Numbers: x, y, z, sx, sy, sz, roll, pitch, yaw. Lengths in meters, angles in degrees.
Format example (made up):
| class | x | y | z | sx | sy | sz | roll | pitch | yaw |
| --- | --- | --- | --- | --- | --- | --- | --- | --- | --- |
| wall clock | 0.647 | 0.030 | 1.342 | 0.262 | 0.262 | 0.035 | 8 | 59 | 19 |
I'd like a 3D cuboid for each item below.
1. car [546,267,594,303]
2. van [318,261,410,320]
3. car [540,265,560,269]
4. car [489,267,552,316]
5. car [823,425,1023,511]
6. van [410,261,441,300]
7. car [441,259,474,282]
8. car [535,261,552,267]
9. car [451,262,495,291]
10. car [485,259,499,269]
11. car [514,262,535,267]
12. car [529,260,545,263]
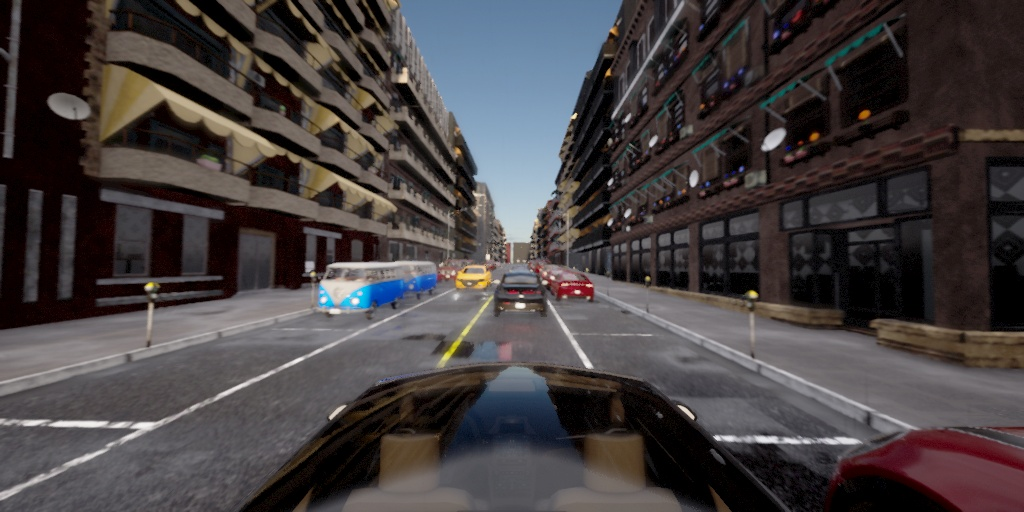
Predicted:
| class | x | y | z | sx | sy | sz | roll | pitch | yaw |
| --- | --- | --- | --- | --- | --- | --- | --- | --- | --- |
| car | 2.885 | 1.446 | 17.847 | 1.888 | 1.381 | 4.507 | 0 | 0 | 1 |
| van | -5.124 | 1.110 | 12.565 | 1.690 | 1.789 | 3.998 | 0 | 0 | 1 |
| car | 3.015 | 1.491 | 23.375 | 1.888 | 1.381 | 4.507 | 0 | 0 | 1 |
| car | 0.329 | 1.346 | 13.833 | 1.837 | 1.490 | 4.892 | 1 | 0 | 1 |
| car | 2.900 | 1.125 | 0.249 | 2.097 | 1.767 | 4.553 | 1 | 0 | 1 |
| van | -4.994 | 1.154 | 18.095 | 1.690 | 1.789 | 3.998 | 0 | 0 | 1 |
| car | -4.734 | 1.221 | 29.152 | 2.192 | 1.841 | 5.009 | 0 | 0 | 1 |
| car | 3.152 | 1.433 | 28.905 | 1.967 | 1.591 | 4.097 | 0 | 0 | 1 |
| car | -2.390 | 1.362 | 23.300 | 1.882 | 1.535 | 5.008 | 1 | 0 | 1 |
| car | -3.953 | 1.535 | 62.322 | 2.192 | 1.841 | 5.009 | 0 | 0 | 1 |
| car | 0.748 | 1.536 | 31.607 | 2.033 | 1.411 | 5.357 | 1 | 0 | 1 |
| car | 3.371 | 1.405 | 39.964 | 2.192 | 1.841 | 5.009 | 0 | 0 | 1 |
